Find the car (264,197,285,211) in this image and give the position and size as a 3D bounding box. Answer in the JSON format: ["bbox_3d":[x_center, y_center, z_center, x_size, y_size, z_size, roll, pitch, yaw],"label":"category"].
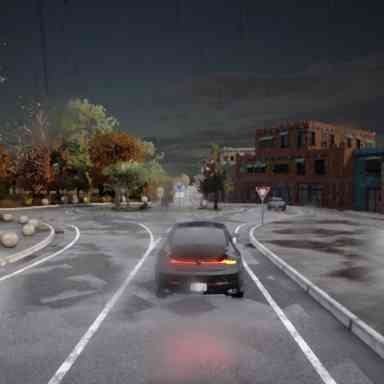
[{"bbox_3d":[9.366,1.268,37.756,2.128,1.511,4.902,1,0,7],"label":"car"}]

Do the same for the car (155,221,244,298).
[{"bbox_3d":[0.198,1.498,8.522,1.837,1.490,4.892,0,0,2],"label":"car"}]
